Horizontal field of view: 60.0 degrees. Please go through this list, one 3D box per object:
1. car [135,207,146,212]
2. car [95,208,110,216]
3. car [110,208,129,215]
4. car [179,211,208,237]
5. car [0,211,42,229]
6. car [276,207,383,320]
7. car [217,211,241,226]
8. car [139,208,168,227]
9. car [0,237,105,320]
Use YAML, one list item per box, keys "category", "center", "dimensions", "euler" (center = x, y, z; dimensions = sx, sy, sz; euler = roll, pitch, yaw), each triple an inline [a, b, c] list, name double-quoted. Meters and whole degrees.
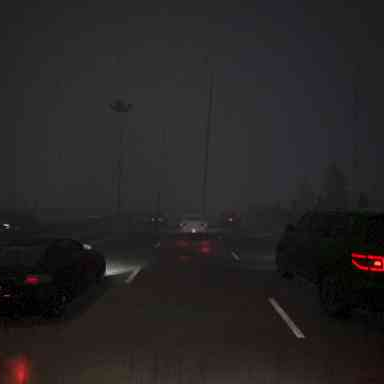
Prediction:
- category: "car"
  center: [-9.272, 3.647, 62.709]
  dimensions: [1.812, 1.442, 4.674]
  euler: [-1, -2, 9]
- category: "car"
  center: [-16.451, 3.659, 61.757]
  dimensions: [1.994, 1.385, 4.181]
  euler: [0, -2, 8]
- category: "car"
  center: [-12.965, 3.601, 61.335]
  dimensions: [1.812, 1.442, 4.674]
  euler: [0, -2, 8]
- category: "car"
  center: [0.108, 2.193, 22.291]
  dimensions: [1.812, 1.442, 4.674]
  euler: [0, -2, 0]
- category: "car"
  center: [-10.592, 1.915, 19.377]
  dimensions: [2.097, 1.767, 4.553]
  euler: [0, -2, 0]
- category: "car"
  center: [3.603, 1.368, 7.748]
  dimensions: [2.150, 2.045, 5.566]
  euler: [0, -2, 0]
- category: "car"
  center: [3.612, 2.617, 33.040]
  dimensions: [1.994, 1.385, 4.181]
  euler: [0, -2, 0]
- category: "car"
  center: [-3.389, 2.546, 31.509]
  dimensions: [2.033, 1.411, 5.357]
  euler: [0, -2, 0]
- category: "car"
  center: [-3.397, 1.708, 7.639]
  dimensions: [1.994, 1.385, 4.181]
  euler: [0, -2, 0]
